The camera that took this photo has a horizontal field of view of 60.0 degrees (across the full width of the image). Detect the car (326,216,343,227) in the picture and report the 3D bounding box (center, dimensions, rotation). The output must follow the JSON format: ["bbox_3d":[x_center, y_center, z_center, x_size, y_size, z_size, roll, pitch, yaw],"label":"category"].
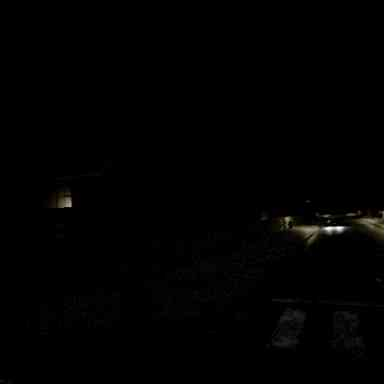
[{"bbox_3d":[19.340,3.967,45.081,1.994,1.385,4.181,-5,-5,23],"label":"car"}]
